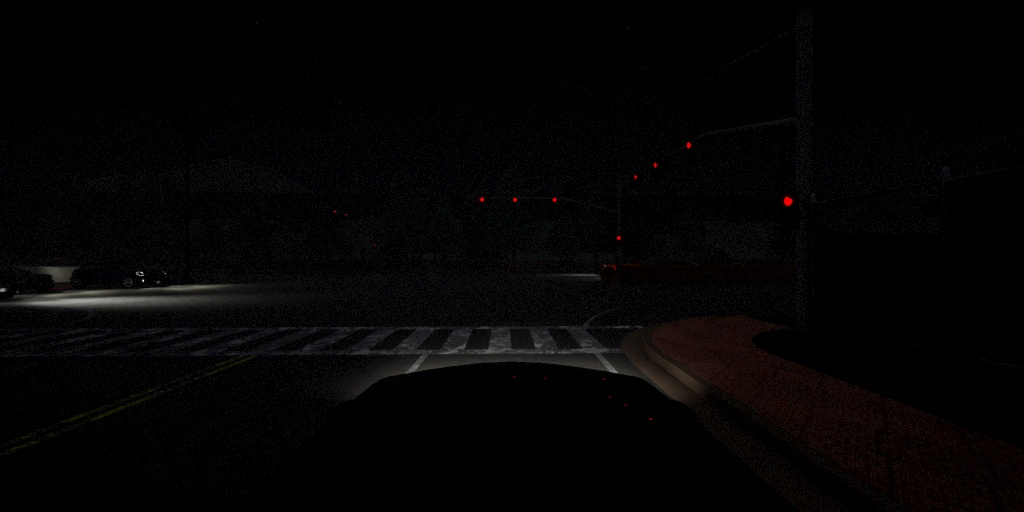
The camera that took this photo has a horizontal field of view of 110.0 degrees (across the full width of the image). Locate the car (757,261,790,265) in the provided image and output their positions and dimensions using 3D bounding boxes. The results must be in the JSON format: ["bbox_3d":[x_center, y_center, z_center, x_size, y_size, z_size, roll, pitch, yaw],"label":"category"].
[{"bbox_3d":[27.207,1.276,35.126,4.674,1.442,1.812,0,0,-2],"label":"car"}]

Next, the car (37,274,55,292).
[{"bbox_3d":[-27.846,1.219,19.223,5.008,1.535,1.882,0,0,-2],"label":"car"}]

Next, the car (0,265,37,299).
[{"bbox_3d":[-24.971,1.239,15.808,4.902,1.511,2.128,0,0,-2],"label":"car"}]

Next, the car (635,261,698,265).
[{"bbox_3d":[13.708,1.255,31.219,4.892,1.490,1.837,0,0,-2],"label":"car"}]

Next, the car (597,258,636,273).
[{"bbox_3d":[11.419,1.102,38.151,4.553,1.767,2.097,0,0,-2],"label":"car"}]

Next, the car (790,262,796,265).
[{"bbox_3d":[27.819,1.351,31.657,4.718,1.301,1.895,0,0,-2],"label":"car"}]

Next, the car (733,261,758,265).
[{"bbox_3d":[25.275,1.254,38.581,4.892,1.490,1.837,0,0,-2],"label":"car"}]

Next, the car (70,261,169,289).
[{"bbox_3d":[-24.816,1.096,22.818,4.553,1.767,2.097,0,0,-2],"label":"car"}]
